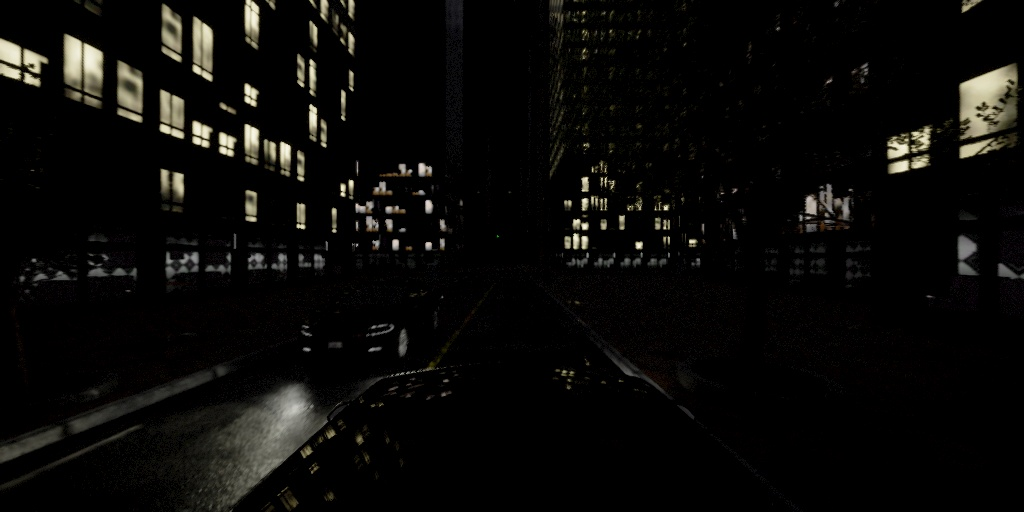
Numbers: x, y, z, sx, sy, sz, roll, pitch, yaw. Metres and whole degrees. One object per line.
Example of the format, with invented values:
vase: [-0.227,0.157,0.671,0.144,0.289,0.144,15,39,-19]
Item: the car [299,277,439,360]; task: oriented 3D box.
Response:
car: [-3.100,1.317,8.786,1.882,1.535,5.008,0,-1,0]
